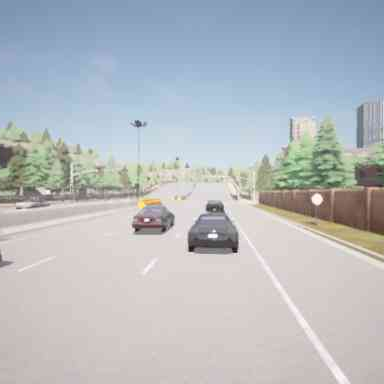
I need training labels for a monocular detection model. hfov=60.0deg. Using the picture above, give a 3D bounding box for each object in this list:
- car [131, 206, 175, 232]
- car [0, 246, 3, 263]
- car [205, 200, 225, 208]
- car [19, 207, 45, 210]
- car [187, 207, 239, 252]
[{"bbox_3d":[-2.202,1.533,20.025,2.033,1.411,5.357,1,0,4],"label":"car"},{"bbox_3d":[-6.552,1.501,7.958,1.994,1.385,4.181,1,0,4],"label":"car"},{"bbox_3d":[2.338,1.514,34.221,1.882,1.535,5.008,1,0,4],"label":"car"},{"bbox_3d":[-18.516,1.428,38.974,1.895,1.301,4.718,1,0,5],"label":"car"},{"bbox_3d":[0.896,1.578,14.108,1.994,1.385,4.181,1,0,4],"label":"car"}]
